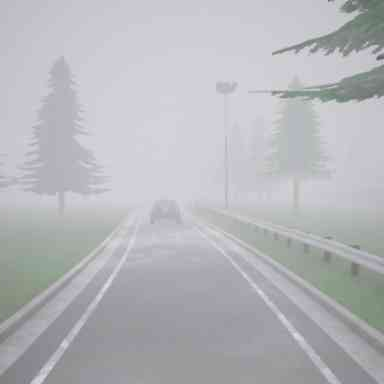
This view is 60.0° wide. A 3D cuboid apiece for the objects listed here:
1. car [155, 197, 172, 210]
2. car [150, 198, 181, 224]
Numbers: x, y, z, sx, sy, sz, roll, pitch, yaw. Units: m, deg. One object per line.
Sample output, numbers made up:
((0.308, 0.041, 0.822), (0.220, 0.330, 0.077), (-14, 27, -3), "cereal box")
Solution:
((-3.577, 1.443, 42.613), (2.033, 1.411, 5.357), (0, 0, -3), "car")
((-2.021, 1.290, 24.722), (2.097, 1.767, 4.553), (0, 0, -6), "car")
